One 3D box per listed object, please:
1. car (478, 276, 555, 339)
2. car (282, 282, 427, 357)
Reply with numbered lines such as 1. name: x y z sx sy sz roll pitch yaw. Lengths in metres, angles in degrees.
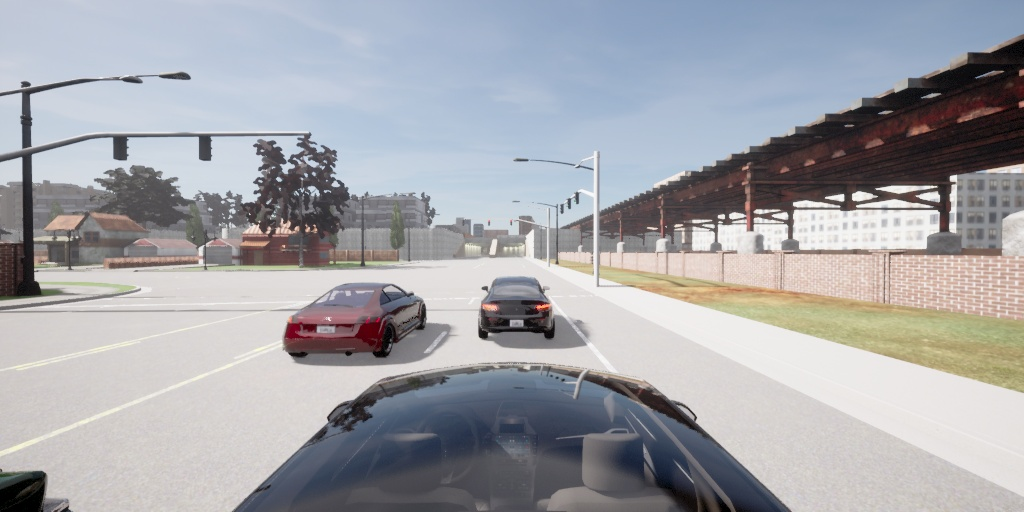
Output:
1. car: 0.105 1.277 10.018 1.812 1.442 4.674 0 0 0
2. car: -3.397 1.315 8.555 1.994 1.385 4.181 0 0 0
